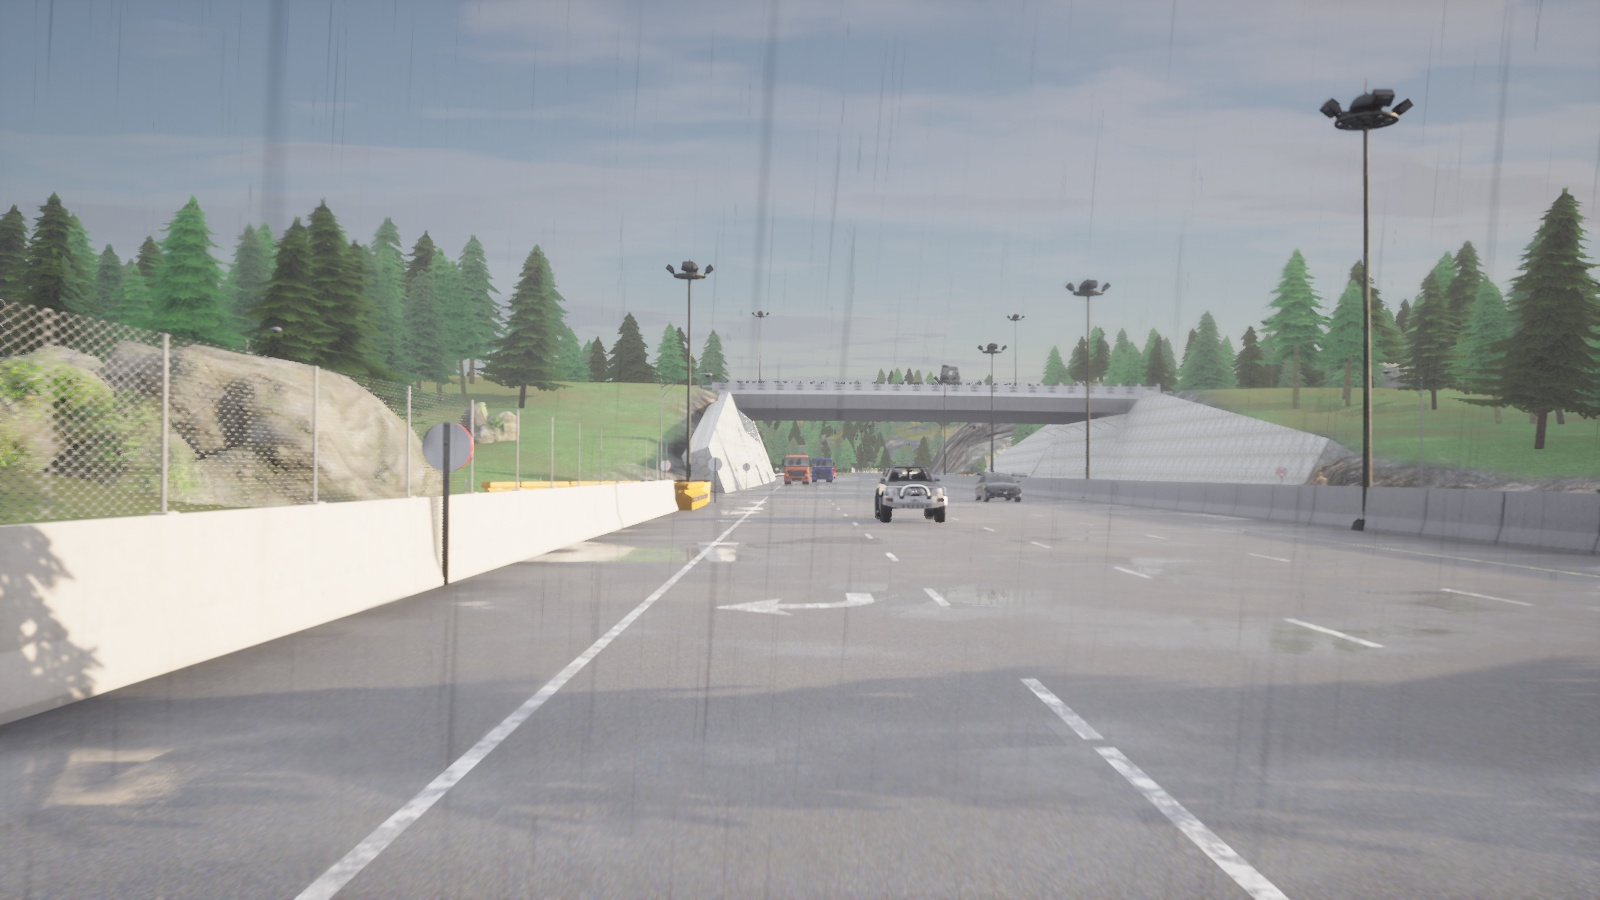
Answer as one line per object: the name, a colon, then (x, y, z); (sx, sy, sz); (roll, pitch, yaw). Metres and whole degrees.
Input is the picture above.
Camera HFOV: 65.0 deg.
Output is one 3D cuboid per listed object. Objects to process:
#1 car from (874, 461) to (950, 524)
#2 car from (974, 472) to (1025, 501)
car: (3.405, 1.271, 39.053); (1.932, 1.855, 4.605); (0, -1, 0)
car: (10.342, 1.873, 65.379); (1.837, 1.490, 4.892); (0, -1, 0)
